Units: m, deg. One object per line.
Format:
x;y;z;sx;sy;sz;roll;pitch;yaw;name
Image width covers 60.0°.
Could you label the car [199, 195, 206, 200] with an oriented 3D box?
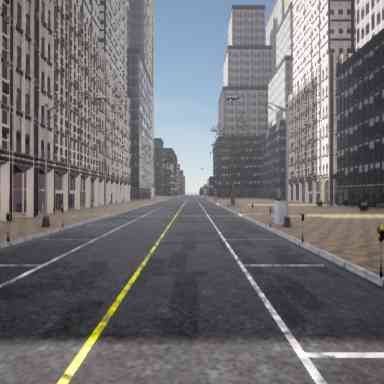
2.999;1.537;95.075;1.801;1.575;5.366;0;0;0;car
